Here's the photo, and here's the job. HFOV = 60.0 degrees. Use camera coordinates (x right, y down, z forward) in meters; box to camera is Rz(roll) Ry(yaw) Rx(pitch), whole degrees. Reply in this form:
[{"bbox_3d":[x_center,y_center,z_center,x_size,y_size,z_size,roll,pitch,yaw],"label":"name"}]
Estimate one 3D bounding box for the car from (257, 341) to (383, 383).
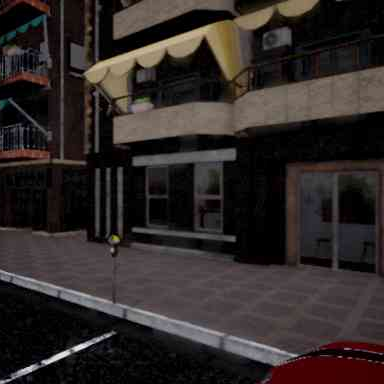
[{"bbox_3d":[2.033,1.440,1.423,4.097,1.590,1.967,0,0,36],"label":"car"}]
